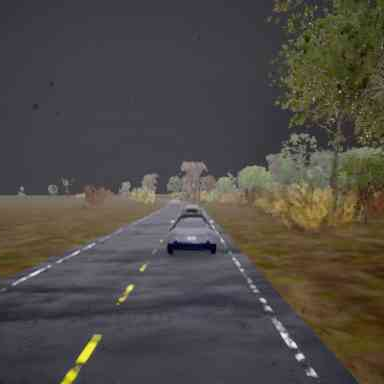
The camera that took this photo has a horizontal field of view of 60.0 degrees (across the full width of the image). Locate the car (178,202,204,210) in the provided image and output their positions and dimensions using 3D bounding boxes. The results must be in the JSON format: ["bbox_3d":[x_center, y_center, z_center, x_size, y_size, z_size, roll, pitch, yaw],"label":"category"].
[{"bbox_3d":[-0.003,1.781,29.294,1.837,1.490,4.892,0,0,0],"label":"car"}]

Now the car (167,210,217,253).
[{"bbox_3d":[-0.001,1.699,14.256,1.994,1.385,4.181,0,0,0],"label":"car"}]

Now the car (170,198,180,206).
[{"bbox_3d":[-3.531,2.007,70.939,2.097,1.767,4.553,0,-1,-2],"label":"car"}]
